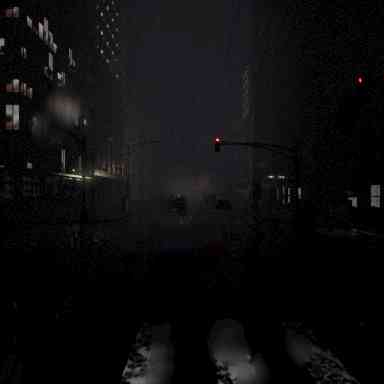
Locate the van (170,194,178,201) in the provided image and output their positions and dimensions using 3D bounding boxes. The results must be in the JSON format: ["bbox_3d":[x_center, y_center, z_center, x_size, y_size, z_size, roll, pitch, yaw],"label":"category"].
[{"bbox_3d":[-4.334,1.320,80.404,1.690,1.788,3.998,0,0,0],"label":"van"}]

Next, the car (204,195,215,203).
[{"bbox_3d":[3.616,1.431,69.399,1.967,1.590,4.097,0,0,0],"label":"car"}]

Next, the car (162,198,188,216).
[{"bbox_3d":[-1.566,1.581,32.720,1.994,1.385,4.181,0,0,0],"label":"car"}]

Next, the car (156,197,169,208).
[{"bbox_3d":[-4.125,1.592,47.239,1.802,1.307,4.206,0,0,0],"label":"car"}]

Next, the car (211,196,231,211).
[{"bbox_3d":[3.840,1.579,41.762,1.947,1.339,4.313,0,0,0],"label":"car"}]

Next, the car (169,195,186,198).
[{"bbox_3d":[-1.632,1.538,43.279,1.812,1.442,4.674,0,0,0],"label":"car"}]

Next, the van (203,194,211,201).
[{"bbox_3d":[3.546,1.320,80.454,1.690,1.788,3.998,0,0,0],"label":"van"}]

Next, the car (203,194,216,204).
[{"bbox_3d":[3.651,1.312,63.871,2.192,1.841,5.009,0,0,0],"label":"car"}]

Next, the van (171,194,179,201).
[{"bbox_3d":[-4.369,1.314,85.931,1.690,1.788,3.998,0,0,0],"label":"van"}]

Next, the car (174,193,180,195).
[{"bbox_3d":[-1.702,1.481,57.318,1.882,1.535,5.008,0,0,0],"label":"car"}]

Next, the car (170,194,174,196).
[{"bbox_3d":[-4.229,1.563,63.821,1.947,1.339,4.313,0,0,0],"label":"car"}]
